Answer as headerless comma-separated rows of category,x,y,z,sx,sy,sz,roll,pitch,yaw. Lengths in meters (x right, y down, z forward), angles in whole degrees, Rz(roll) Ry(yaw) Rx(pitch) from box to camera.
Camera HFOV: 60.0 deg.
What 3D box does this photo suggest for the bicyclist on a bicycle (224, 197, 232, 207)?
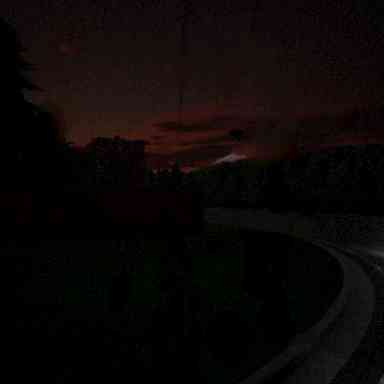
bicyclist on a bicycle,5.773,1.640,53.317,1.656,1.620,0.582,0,0,-37
